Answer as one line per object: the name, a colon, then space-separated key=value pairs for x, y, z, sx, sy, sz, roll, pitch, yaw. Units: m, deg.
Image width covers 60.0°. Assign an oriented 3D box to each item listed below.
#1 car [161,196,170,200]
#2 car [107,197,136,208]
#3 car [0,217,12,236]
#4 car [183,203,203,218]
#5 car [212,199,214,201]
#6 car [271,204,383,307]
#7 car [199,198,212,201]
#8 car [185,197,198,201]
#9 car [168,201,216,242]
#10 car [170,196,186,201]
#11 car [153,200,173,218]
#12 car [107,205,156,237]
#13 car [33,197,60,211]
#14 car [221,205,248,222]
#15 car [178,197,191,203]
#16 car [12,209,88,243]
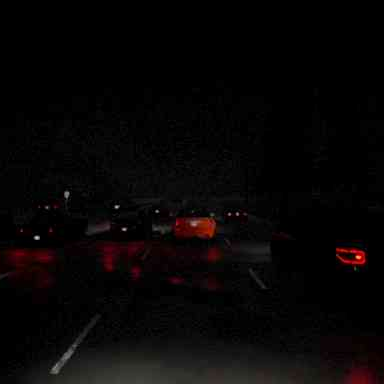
car: x=-7.040 y=2.344 z=85.233 sx=2.033 sy=1.411 sz=5.357 roll=0 pitch=-1 yaw=2
car: x=-6.924 y=1.538 z=33.301 sx=2.150 sy=2.045 sz=5.566 roll=0 pitch=-1 yaw=0
car: x=-10.660 y=1.687 z=16.596 sx=1.812 sy=1.442 sz=4.674 roll=0 pitch=-1 yaw=-3
car: x=0.074 y=1.891 z=34.618 sx=1.994 sy=1.385 sz=4.181 roll=0 pitch=-1 yaw=0
car: x=4.911 y=2.345 z=94.735 sx=1.837 sy=1.490 sz=4.892 roll=0 pitch=-1 yaw=17
car: x=3.588 y=1.303 z=8.316 sx=2.150 sy=2.045 sz=5.566 roll=0 pitch=0 yaw=0
car: x=3.447 y=2.333 z=84.455 sx=2.033 sy=1.411 sz=5.357 roll=0 pitch=-1 yaw=2
car: x=-0.053 y=2.272 z=84.453 sx=1.882 sy=1.535 sz=5.008 roll=0 pitch=-1 yaw=2
car: x=0.088 y=1.518 z=17.360 sx=2.097 sy=1.767 sz=4.553 roll=0 pitch=0 yaw=0
car: x=-3.540 y=2.028 z=85.240 sx=2.150 sy=2.045 sz=5.566 roll=0 pitch=-1 yaw=2
car: x=-3.426 y=1.894 z=34.822 sx=1.994 sy=1.385 sz=4.181 roll=0 pitch=-1 yaw=0
car: x=-3.413 y=1.708 z=19.089 sx=1.812 sy=1.442 sz=4.674 roll=0 pitch=-1 yaw=0
car: x=-14.331 y=1.536 z=32.783 sx=2.150 sy=2.045 sz=5.566 roll=1 pitch=-1 yaw=-25
car: x=3.579 y=1.818 z=28.723 sx=2.033 sy=1.411 sz=5.357 roll=0 pitch=-1 yaw=0
car: x=-2.119 y=2.279 z=95.568 sx=2.128 sy=1.511 sz=4.902 roll=0 pitch=-1 yaw=17
car: x=-6.912 y=1.765 z=17.055 sx=1.895 sy=1.301 sz=4.718 roll=0 pitch=-1 yaw=0
